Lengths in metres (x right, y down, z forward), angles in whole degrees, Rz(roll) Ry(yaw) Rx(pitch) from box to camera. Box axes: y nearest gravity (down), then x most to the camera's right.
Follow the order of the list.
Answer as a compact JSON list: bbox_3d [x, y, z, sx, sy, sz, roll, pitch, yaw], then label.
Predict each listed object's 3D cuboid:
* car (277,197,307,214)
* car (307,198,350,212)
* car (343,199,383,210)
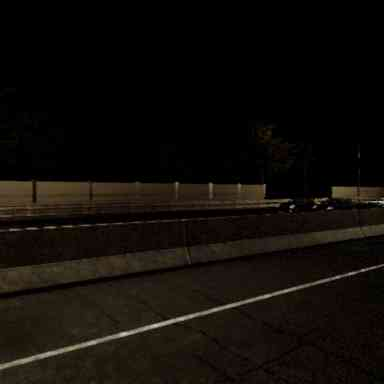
[{"bbox_3d":[10.470,1.340,32.937,4.553,1.767,2.097,0,0,-35],"label":"car"},{"bbox_3d":[13.081,1.340,30.500,4.553,1.767,2.097,0,0,-35],"label":"car"},{"bbox_3d":[14.714,1.551,27.367,4.181,1.385,1.994,0,0,-35],"label":"car"}]
